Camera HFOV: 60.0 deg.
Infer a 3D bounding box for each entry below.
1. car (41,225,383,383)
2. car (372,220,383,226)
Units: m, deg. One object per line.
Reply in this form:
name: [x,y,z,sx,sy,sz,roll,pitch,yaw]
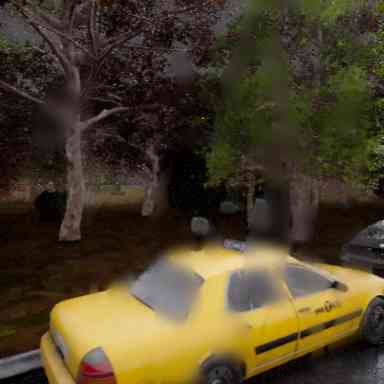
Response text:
car: [0.874,1.444,4.655,5.366,1.575,1.946,-1,1,-33]
car: [5.542,1.383,7.993,4.892,1.521,2.231,-2,2,-33]
